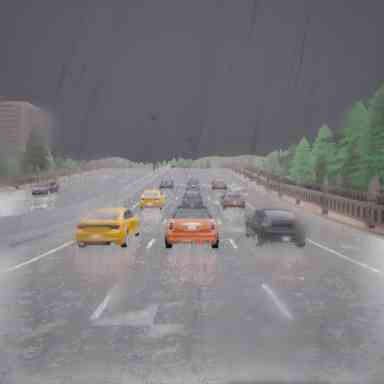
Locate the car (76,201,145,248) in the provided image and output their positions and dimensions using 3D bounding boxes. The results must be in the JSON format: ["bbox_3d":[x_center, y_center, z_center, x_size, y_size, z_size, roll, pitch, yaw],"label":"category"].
[{"bbox_3d":[-3.500,1.415,14.633,1.882,1.535,5.008,0,1,0],"label":"car"}]

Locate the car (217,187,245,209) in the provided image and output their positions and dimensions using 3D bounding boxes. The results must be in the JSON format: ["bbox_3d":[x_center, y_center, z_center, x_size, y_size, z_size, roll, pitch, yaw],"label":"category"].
[{"bbox_3d":[3.556,0.668,29.548,1.994,1.385,4.181,0,5,0],"label":"car"}]

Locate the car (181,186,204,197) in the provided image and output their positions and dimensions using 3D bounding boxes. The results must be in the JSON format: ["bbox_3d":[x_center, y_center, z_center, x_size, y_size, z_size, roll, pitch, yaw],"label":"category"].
[{"bbox_3d":[0.056,0.590,29.564,2.128,1.511,4.902,0,5,0],"label":"car"}]

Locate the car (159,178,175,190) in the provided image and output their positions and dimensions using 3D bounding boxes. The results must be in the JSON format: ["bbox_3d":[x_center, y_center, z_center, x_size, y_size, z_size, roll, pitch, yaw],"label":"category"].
[{"bbox_3d":[-3.360,-1.137,44.760,2.128,1.511,4.902,0,7,0],"label":"car"}]

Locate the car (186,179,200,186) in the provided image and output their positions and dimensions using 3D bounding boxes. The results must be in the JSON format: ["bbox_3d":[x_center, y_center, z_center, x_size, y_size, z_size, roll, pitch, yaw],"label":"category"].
[{"bbox_3d":[0.140,-1.069,44.745,2.033,1.411,5.357,0,7,0],"label":"car"}]

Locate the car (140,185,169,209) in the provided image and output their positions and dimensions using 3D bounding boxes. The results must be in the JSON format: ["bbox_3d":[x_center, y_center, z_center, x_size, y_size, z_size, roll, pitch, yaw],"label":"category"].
[{"bbox_3d":[-3.444,0.579,29.580,1.882,1.535,5.008,0,5,0],"label":"car"}]

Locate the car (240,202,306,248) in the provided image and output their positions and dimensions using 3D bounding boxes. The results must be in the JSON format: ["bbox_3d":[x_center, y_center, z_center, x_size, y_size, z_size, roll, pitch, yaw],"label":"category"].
[{"bbox_3d":[3.501,1.447,14.634,1.837,1.490,4.892,0,1,0],"label":"car"}]

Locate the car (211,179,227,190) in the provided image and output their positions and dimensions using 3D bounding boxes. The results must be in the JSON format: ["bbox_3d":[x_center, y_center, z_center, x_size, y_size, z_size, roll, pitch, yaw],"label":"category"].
[{"bbox_3d":[3.640,-1.060,44.726,1.994,1.385,4.181,0,7,0],"label":"car"}]

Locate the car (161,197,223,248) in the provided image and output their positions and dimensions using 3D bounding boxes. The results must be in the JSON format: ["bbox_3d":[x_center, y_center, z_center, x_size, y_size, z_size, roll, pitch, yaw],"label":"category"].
[{"bbox_3d":[0.000,1.297,14.601,2.097,1.767,4.553,0,1,0],"label":"car"}]

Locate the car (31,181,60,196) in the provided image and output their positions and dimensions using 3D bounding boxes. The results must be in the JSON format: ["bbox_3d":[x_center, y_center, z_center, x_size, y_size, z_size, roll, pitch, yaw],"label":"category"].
[{"bbox_3d":[-17.389,-0.433,39.733,1.837,1.490,4.892,0,7,0],"label":"car"}]
